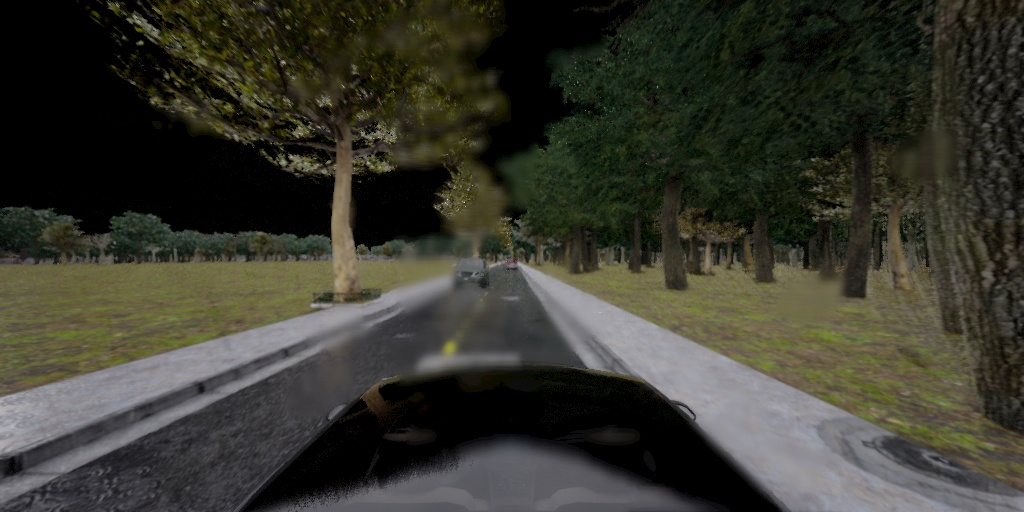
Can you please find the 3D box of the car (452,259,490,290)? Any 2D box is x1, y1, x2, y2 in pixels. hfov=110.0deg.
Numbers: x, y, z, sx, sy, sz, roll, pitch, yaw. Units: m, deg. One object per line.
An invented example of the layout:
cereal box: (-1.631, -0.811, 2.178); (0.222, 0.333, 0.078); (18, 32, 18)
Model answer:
car: (-2.756, 1.197, 25.271); (2.150, 2.045, 5.566); (0, -1, 0)
